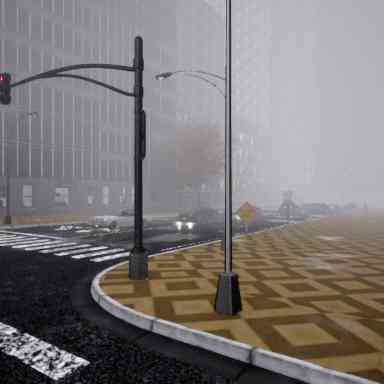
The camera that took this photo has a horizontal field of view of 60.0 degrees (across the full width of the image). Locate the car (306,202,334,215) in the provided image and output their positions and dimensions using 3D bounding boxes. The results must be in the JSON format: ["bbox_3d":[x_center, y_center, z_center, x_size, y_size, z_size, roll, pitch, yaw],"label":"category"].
[{"bbox_3d":[18.280,2.267,47.391,2.097,1.767,4.553,0,-1,33],"label":"car"}]

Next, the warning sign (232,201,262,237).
[{"bbox_3d":[3.066,1.454,18.581,1.300,1.860,1.060,1,1,33],"label":"warning sign"}]

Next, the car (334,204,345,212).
[{"bbox_3d":[23.736,2.640,55.889,2.033,1.411,5.357,0,-1,33],"label":"car"}]

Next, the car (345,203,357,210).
[{"bbox_3d":[31.341,2.837,65.801,1.812,1.442,4.674,0,-1,33],"label":"car"}]

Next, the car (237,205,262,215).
[{"bbox_3d":[7.395,2.298,42.802,1.994,1.385,4.181,0,-1,33],"label":"car"}]

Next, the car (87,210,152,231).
[{"bbox_3d":[-5.017,1.925,23.515,1.895,1.301,4.718,0,-1,33],"label":"car"}]

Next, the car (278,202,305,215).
[{"bbox_3d":[13.725,2.205,46.402,2.097,1.767,4.553,0,-1,33],"label":"car"}]

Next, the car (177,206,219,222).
[{"bbox_3d":[0.734,2.062,32.470,2.033,1.411,5.357,0,-1,33],"label":"car"}]
